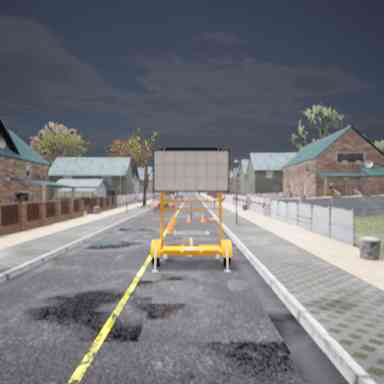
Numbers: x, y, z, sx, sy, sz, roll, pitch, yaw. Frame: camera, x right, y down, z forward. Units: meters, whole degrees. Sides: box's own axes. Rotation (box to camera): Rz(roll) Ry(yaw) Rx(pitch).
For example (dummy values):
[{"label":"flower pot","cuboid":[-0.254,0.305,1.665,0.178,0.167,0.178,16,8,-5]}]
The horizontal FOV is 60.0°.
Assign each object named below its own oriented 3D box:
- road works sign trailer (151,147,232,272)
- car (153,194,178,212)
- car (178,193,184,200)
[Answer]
[{"label":"road works sign trailer","cuboid":[-0.021,0.406,10.519,2.380,3.560,2.880,0,0,0]},{"label":"car","cuboid":[-2.919,1.149,35.599,2.097,1.767,4.553,0,0,0]},{"label":"car","cuboid":[-2.907,1.027,75.943,1.994,1.385,4.181,0,0,0]}]
